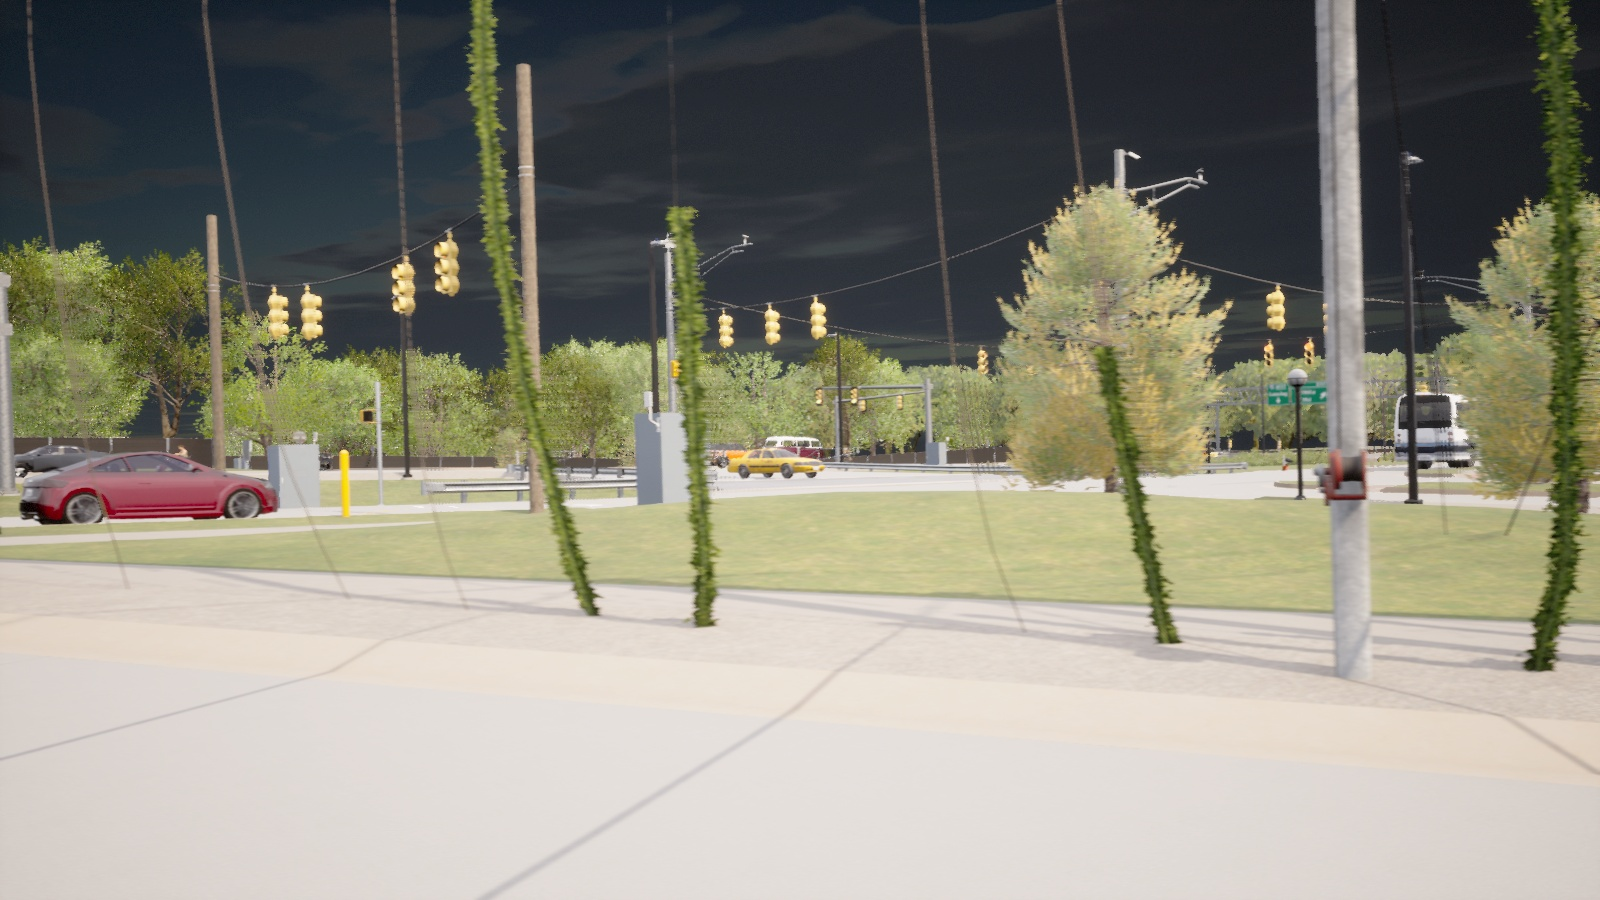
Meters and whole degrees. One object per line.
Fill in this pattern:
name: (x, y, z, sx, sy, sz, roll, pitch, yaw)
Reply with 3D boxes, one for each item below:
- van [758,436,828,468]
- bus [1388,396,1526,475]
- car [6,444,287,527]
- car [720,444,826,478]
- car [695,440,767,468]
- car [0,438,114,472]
van: (-0.441, 0.134, 83.067, 4.480, 2.038, 2.069, 1, -1, -44)
bus: (37.786, -0.774, 71.998, 10.273, 4.253, 3.944, 0, 0, -44)
car: (-11.957, 0.623, 23.130, 4.181, 1.385, 1.994, 1, -1, -45)
car: (-1.338, 0.538, 59.825, 5.366, 1.575, 1.801, -1, -1, 45)
car: (-4.572, 0.289, 83.932, 4.553, 1.767, 2.097, 1, -1, -44)
car: (-35.216, 0.240, 58.929, 4.902, 1.511, 2.128, 0, -1, -44)
